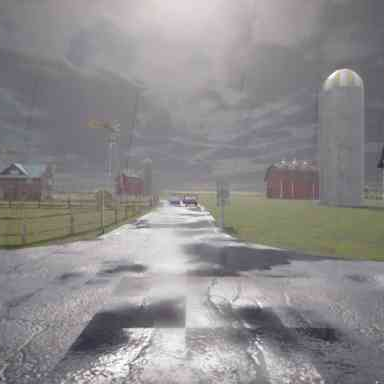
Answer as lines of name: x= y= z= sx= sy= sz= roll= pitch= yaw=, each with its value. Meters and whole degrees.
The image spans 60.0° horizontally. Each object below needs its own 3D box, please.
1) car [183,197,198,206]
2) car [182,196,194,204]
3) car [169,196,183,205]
car: x=-0.079 y=1.536 z=54.043 sx=1.837 sy=1.490 sz=4.892 roll=0 pitch=0 yaw=-2
car: x=-0.748 y=1.589 z=64.173 sx=1.994 sy=1.385 sz=4.181 roll=0 pitch=0 yaw=-6
car: x=-3.019 y=1.506 z=58.160 sx=1.882 sy=1.535 sz=5.008 roll=0 pitch=0 yaw=-2
